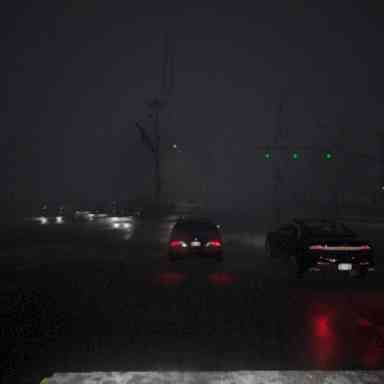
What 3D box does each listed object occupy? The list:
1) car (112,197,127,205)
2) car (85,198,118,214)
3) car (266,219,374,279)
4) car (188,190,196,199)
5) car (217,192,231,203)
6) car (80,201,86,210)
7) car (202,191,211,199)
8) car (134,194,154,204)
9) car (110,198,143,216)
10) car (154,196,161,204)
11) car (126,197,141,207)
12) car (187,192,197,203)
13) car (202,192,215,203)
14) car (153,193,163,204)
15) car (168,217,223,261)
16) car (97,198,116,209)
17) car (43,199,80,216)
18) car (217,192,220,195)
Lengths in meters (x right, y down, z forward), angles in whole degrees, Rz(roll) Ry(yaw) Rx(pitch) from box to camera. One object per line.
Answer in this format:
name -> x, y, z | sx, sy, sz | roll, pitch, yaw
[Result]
car -> -14.010, 1.724, 64.473 | 1.895, 1.301, 4.718 | 0, 2, 0
car -> -10.548, 1.812, 39.635 | 2.033, 1.411, 5.357 | 0, 0, 0
car -> 3.611, 1.562, 10.262 | 2.128, 1.511, 4.902 | 0, 0, 0
car -> -0.070, 0.641, 78.473 | 1.882, 1.535, 5.008 | 0, 6, 0
car -> 6.972, 1.459, 68.845 | 1.994, 1.385, 4.181 | 0, 4, 0
car -> -14.038, 1.848, 45.031 | 2.033, 1.411, 5.357 | 0, 0, 0
car -> 3.430, 0.715, 78.496 | 1.994, 1.385, 4.181 | 0, 6, 0
car -> -7.036, 1.528, 45.822 | 2.150, 2.045, 5.566 | 0, 0, 0
car -> -7.022, 1.732, 35.968 | 2.128, 1.511, 4.902 | 0, 0, -1
car -> -7.004, 1.885, 56.058 | 2.033, 1.411, 5.357 | 0, 0, 0
car -> -10.491, 1.750, 59.957 | 1.882, 1.535, 5.008 | 0, 1, 0
car -> -0.027, 1.432, 68.445 | 1.837, 1.490, 4.892 | 0, 4, 0
car -> 3.473, 1.279, 68.543 | 2.097, 1.767, 4.553 | 0, 4, 0
car -> -7.019, 1.249, 66.556 | 2.150, 2.045, 5.566 | 0, 3, 0
car -> 0.116, 1.632, 12.545 | 2.033, 1.411, 5.357 | 0, 0, 0
car -> -14.002, 1.851, 54.557 | 1.837, 1.490, 4.892 | 0, 0, 0
car -> -14.055, 1.590, 35.568 | 2.097, 1.767, 4.553 | 0, 0, 0
car -> 6.930, 0.663, 78.505 | 1.837, 1.490, 4.892 | 0, 6, 0
